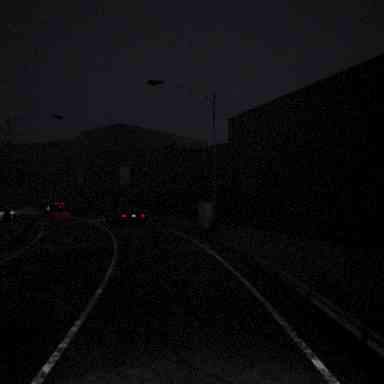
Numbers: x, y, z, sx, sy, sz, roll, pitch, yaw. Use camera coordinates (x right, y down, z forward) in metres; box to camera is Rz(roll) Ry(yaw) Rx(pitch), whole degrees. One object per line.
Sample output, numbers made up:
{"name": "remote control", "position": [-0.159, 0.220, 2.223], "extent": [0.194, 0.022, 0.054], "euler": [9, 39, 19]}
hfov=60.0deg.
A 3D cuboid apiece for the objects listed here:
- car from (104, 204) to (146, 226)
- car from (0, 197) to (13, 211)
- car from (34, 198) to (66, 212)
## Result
{"name": "car", "position": [-4.750, 1.546, 23.229], "extent": [2.033, 1.411, 5.357], "euler": [1, 0, -25]}
{"name": "car", "position": [-22.343, 1.344, 37.896], "extent": [4.902, 1.511, 2.128], "euler": [1, -1, 33]}
{"name": "car", "position": [-16.173, 1.434, 37.817], "extent": [4.902, 1.511, 2.128], "euler": [0, -1, 41]}
